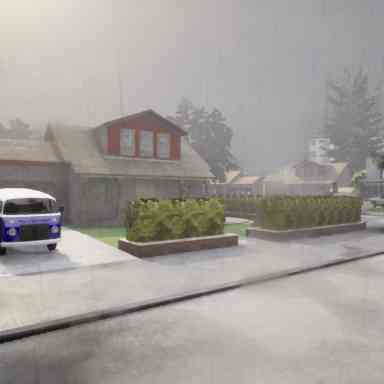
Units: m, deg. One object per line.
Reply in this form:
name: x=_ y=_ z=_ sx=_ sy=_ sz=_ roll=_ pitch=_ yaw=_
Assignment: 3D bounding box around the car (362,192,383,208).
car: x=22.966 y=0.985 z=40.708 sx=3.866 sy=1.878 sz=1.905 roll=0 pitch=0 yaw=-1
